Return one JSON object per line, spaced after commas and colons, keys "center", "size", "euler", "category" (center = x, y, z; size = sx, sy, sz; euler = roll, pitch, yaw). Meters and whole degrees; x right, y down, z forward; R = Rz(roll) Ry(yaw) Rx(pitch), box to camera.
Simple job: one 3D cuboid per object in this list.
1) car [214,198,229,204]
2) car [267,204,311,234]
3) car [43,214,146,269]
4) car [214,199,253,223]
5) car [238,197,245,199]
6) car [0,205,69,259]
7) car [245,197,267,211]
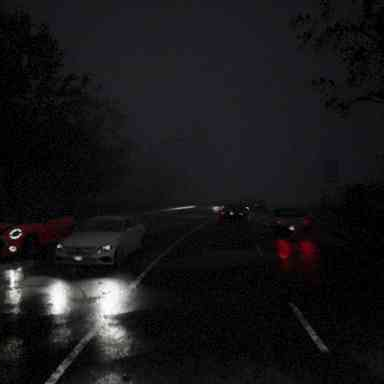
{"center": [5.030, 1.573, 53.206], "size": [1.895, 1.301, 4.718], "euler": [0, 0, 23], "category": "car"}
{"center": [5.632, 1.608, 19.567], "size": [1.895, 1.301, 4.718], "euler": [0, 0, 10], "category": "car"}
{"center": [-2.824, 1.510, 11.281], "size": [1.812, 1.442, 4.674], "euler": [0, 0, 6], "category": "car"}
{"center": [3.315, 1.542, 25.507], "size": [2.033, 1.411, 5.357], "euler": [0, 0, 13], "category": "car"}
{"center": [7.823, 1.492, 50.790], "size": [1.837, 1.490, 4.892], "euler": [0, 0, 22], "category": "car"}
{"center": [-6.185, 1.324, 12.571], "size": [2.097, 1.767, 4.553], "euler": [0, 0, 7], "category": "car"}
{"center": [8.317, 1.566, 41.729], "size": [1.994, 1.385, 4.181], "euler": [0, 0, 20], "category": "car"}
